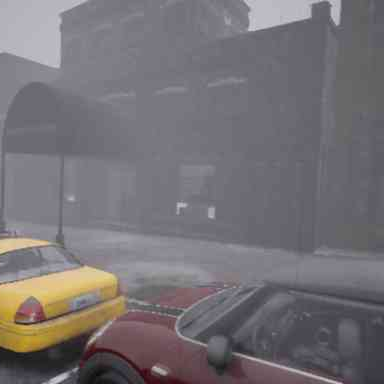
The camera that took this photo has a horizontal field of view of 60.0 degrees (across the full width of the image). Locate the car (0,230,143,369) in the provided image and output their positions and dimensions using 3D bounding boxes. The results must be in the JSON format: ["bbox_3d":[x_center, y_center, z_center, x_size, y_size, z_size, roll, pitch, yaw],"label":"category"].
[{"bbox_3d":[-3.576,1.486,6.081,5.366,1.575,1.946,0,0,35],"label":"car"}]
